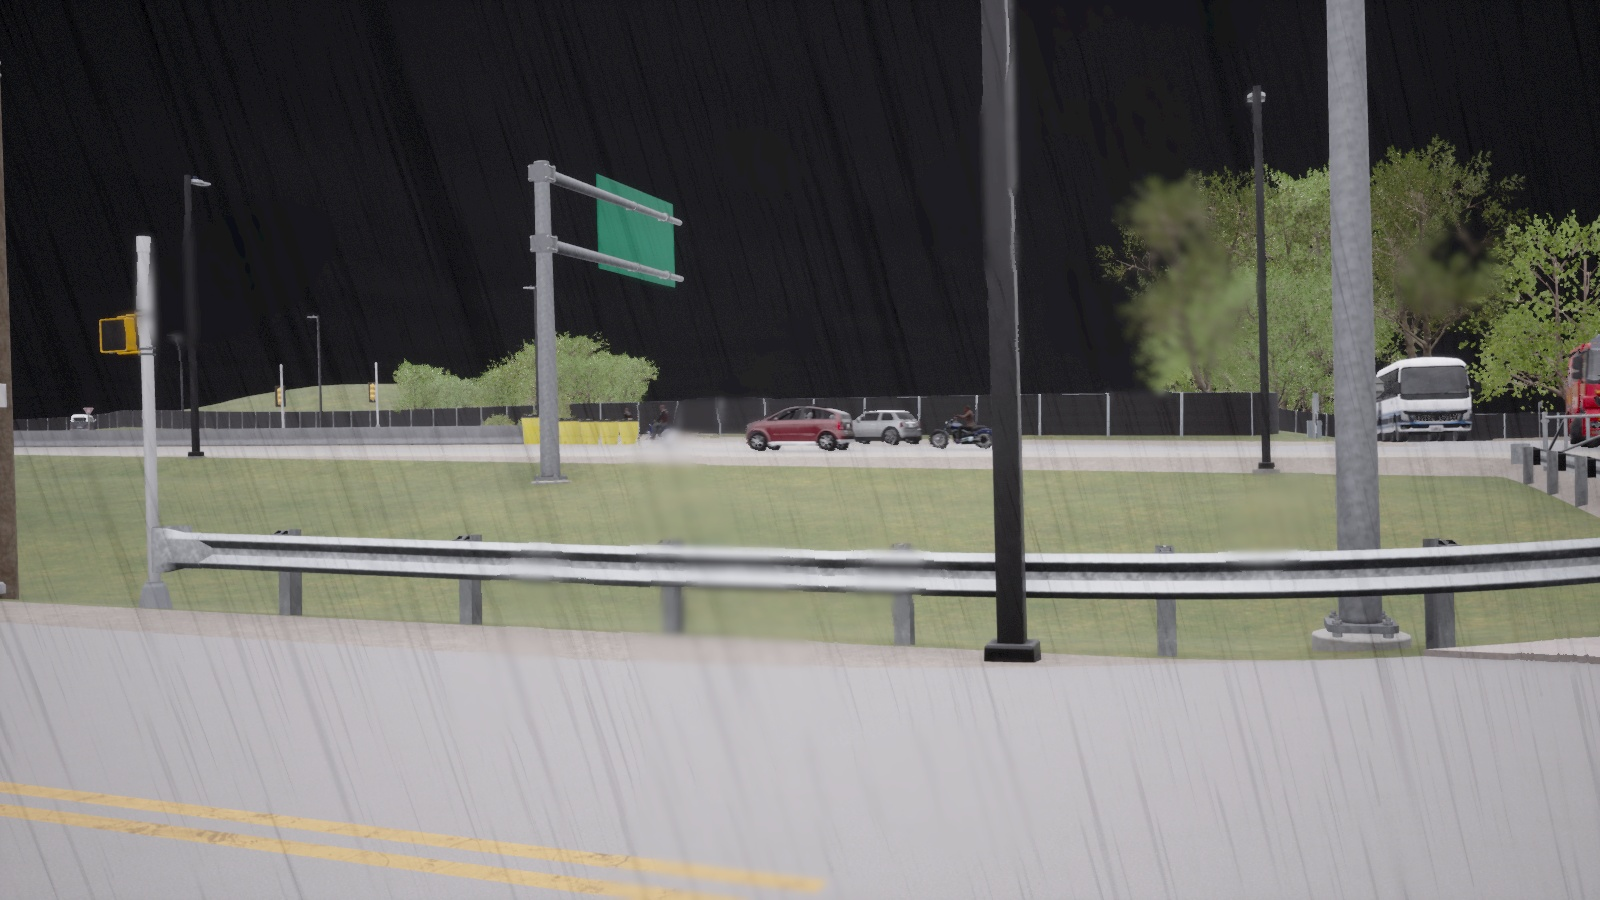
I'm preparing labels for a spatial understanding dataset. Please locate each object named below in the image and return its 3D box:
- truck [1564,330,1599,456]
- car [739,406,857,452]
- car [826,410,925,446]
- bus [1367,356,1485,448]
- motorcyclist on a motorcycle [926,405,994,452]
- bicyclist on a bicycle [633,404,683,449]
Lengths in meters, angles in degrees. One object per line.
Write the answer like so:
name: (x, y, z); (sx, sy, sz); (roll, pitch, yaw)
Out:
truck: (27.157, -1.815, 41.420); (2.891, 3.827, 8.468); (1, 2, 29)
car: (-0.060, -0.725, 43.605); (3.705, 1.549, 1.789); (0, 1, 19)
car: (3.218, -0.967, 53.921); (3.806, 1.475, 1.970); (1, 2, 38)
bus: (31.967, -2.262, 64.624); (3.944, 4.253, 10.273); (0, 0, 18)
motorcyclist on a motorcycle: (5.766, -0.772, 45.265); (2.350, 1.649, 0.766); (0, 1, 19)
bicyclist on a bicycle: (-5.568, -0.924, 49.251); (1.843, 1.776, 0.659); (1, 1, 19)
